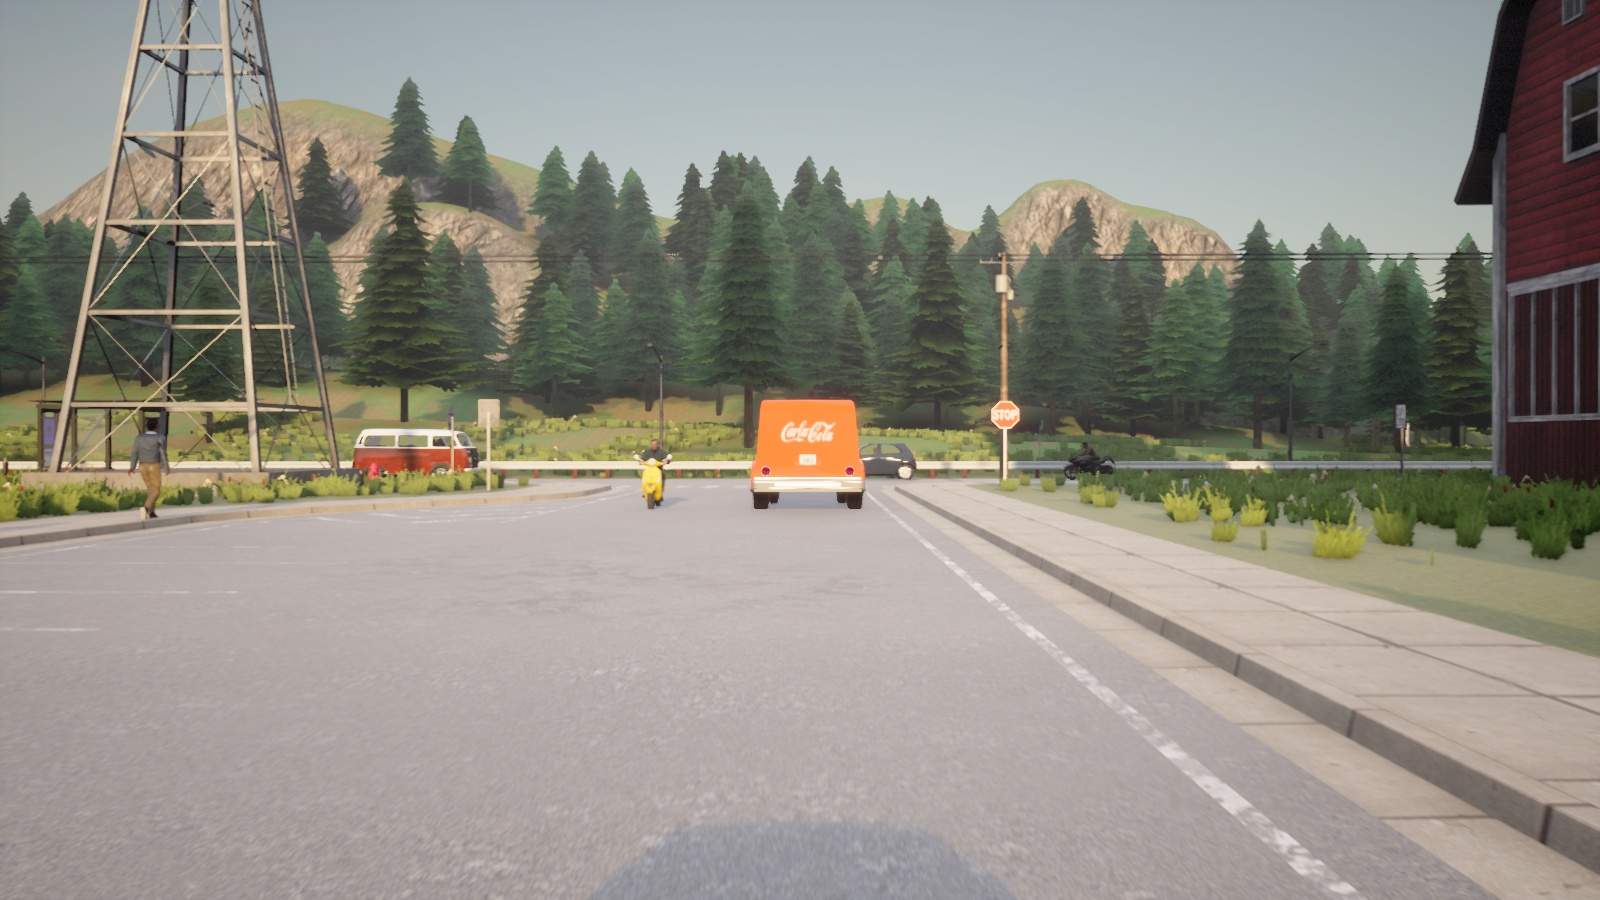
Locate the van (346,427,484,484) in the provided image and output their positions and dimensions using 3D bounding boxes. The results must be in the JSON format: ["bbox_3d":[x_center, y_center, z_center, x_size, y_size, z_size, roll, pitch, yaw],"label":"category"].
[{"bbox_3d":[-14.255,0.196,46.635,4.480,2.038,2.069,0,0,1],"label":"van"}]

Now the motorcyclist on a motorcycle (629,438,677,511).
[{"bbox_3d":[-3.328,0.537,28.509,0.866,1.590,1.817,0,0,0],"label":"motorcyclist on a motorcycle"}]

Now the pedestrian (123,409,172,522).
[{"bbox_3d":[-11.428,0.269,22.013,0.423,1.949,0.788,0,0,2],"label":"pedestrian"}]

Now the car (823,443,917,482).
[{"bbox_3d":[2.748,0.483,49.741,3.633,1.501,1.845,0,0,1],"label":"car"}]

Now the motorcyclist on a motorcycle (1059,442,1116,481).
[{"bbox_3d":[11.336,0.459,49.540,2.044,1.523,0.797,0,0,1],"label":"motorcyclist on a motorcycle"}]

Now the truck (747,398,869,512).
[{"bbox_3d":[0.186,0.091,29.803,2.627,2.467,5.204,0,0,0],"label":"truck"}]
